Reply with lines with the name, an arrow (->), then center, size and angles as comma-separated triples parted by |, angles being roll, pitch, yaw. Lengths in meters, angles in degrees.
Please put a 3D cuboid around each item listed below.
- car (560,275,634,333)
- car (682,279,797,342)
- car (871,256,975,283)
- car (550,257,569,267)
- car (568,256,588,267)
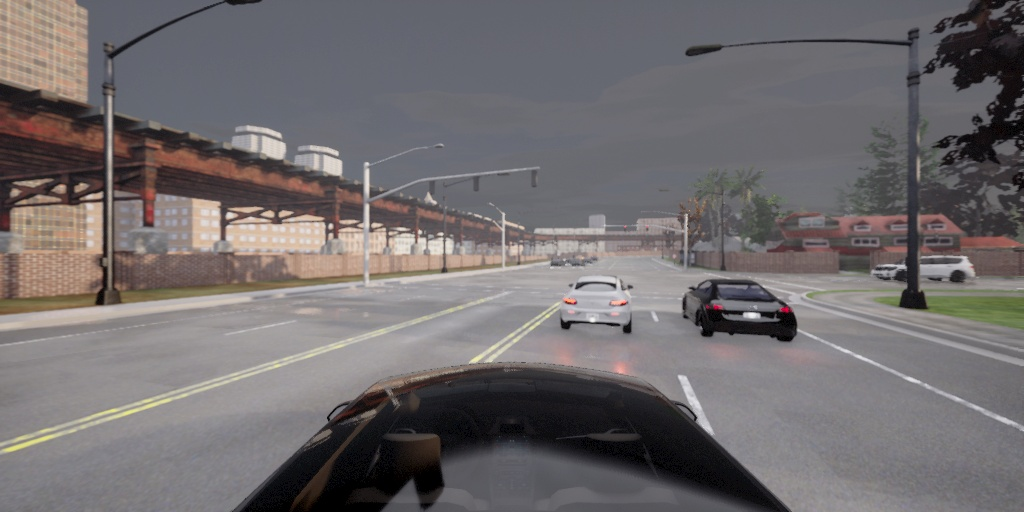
car -> 2.625, 1.281, 10.822 | 1.812, 1.442, 4.674 | 0, 0, 17
car -> 6.071, 1.324, 10.061 | 1.994, 1.385, 4.181 | 0, 0, 18
car -> 32.175, 1.017, 28.223 | 5.566, 2.045, 2.150 | 0, 0, 16
car -> 7.944, 1.164, 62.213 | 2.033, 1.411, 5.357 | 0, 1, 18
car -> 11.361, 1.177, 61.407 | 1.994, 1.385, 4.181 | 0, 1, 18
